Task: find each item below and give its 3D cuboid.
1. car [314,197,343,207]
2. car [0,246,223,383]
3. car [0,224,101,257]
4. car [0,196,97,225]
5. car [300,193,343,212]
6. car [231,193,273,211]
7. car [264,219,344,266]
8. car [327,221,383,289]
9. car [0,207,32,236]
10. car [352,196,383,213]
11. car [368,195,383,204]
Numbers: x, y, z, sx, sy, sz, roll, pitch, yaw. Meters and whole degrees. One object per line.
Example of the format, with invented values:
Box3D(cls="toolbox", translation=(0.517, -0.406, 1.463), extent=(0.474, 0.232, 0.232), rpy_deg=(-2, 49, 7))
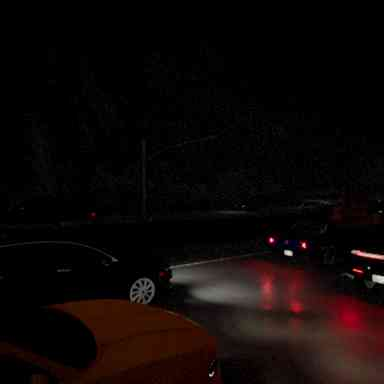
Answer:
Box3D(cls="car", translation=(20.279, 1.512, 49.397), extent=(4.718, 1.301, 1.895), rpy_deg=(0, 0, -36))
Box3D(cls="car", translation=(-1.998, 1.477, 2.299), extent=(5.008, 1.535, 1.882), rpy_deg=(0, 0, -36))
Box3D(cls="car", translation=(-2.648, 1.507, 6.155), extent=(4.892, 1.490, 1.837), rpy_deg=(0, 0, -36))
Box3D(cls="car", translation=(-7.413, 1.226, 15.920), extent=(5.566, 2.045, 2.150), rpy_deg=(0, 0, -36))
Box3D(cls="car", translation=(14.185, 1.181, 36.189), extent=(5.566, 2.045, 2.150), rpy_deg=(0, 0, -36))
Box3D(cls="car", translation=(7.244, 1.192, 39.763), extent=(5.566, 2.045, 2.150), rpy_deg=(0, 0, -36))
Box3D(cls="car", translation=(4.791, 1.609, 11.629), extent=(4.718, 1.301, 1.895), rpy_deg=(0, 0, -36))
Box3D(cls="car", translation=(5.650, 1.498, 7.923), extent=(4.902, 1.511, 2.128), rpy_deg=(0, 0, -36))
Box3D(cls="car", translation=(-10.998, 1.566, 17.643), extent=(4.181, 1.385, 1.994), rpy_deg=(0, 0, -36))
Box3D(cls="car", translation=(18.845, 1.495, 35.282), extent=(5.357, 1.411, 2.033), rpy_deg=(0, 0, -36))
Box3D(cls="car", translation=(33.307, 1.375, 58.925), extent=(4.674, 1.442, 1.812), rpy_deg=(0, 0, -36))
